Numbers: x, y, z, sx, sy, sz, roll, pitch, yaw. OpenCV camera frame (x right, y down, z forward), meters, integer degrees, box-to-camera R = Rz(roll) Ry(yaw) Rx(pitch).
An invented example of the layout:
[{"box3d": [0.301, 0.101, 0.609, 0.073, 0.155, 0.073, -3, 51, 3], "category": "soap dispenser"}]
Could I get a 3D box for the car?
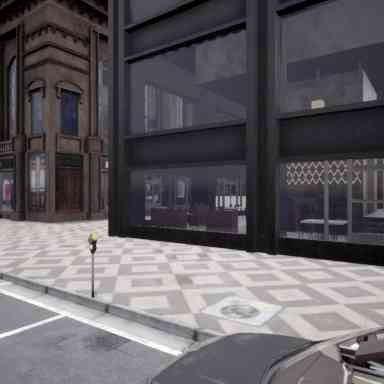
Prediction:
[{"box3d": [1.559, 1.551, 1.853, 4.403, 1.369, 2.008, 0, 0, 35], "category": "car"}]
